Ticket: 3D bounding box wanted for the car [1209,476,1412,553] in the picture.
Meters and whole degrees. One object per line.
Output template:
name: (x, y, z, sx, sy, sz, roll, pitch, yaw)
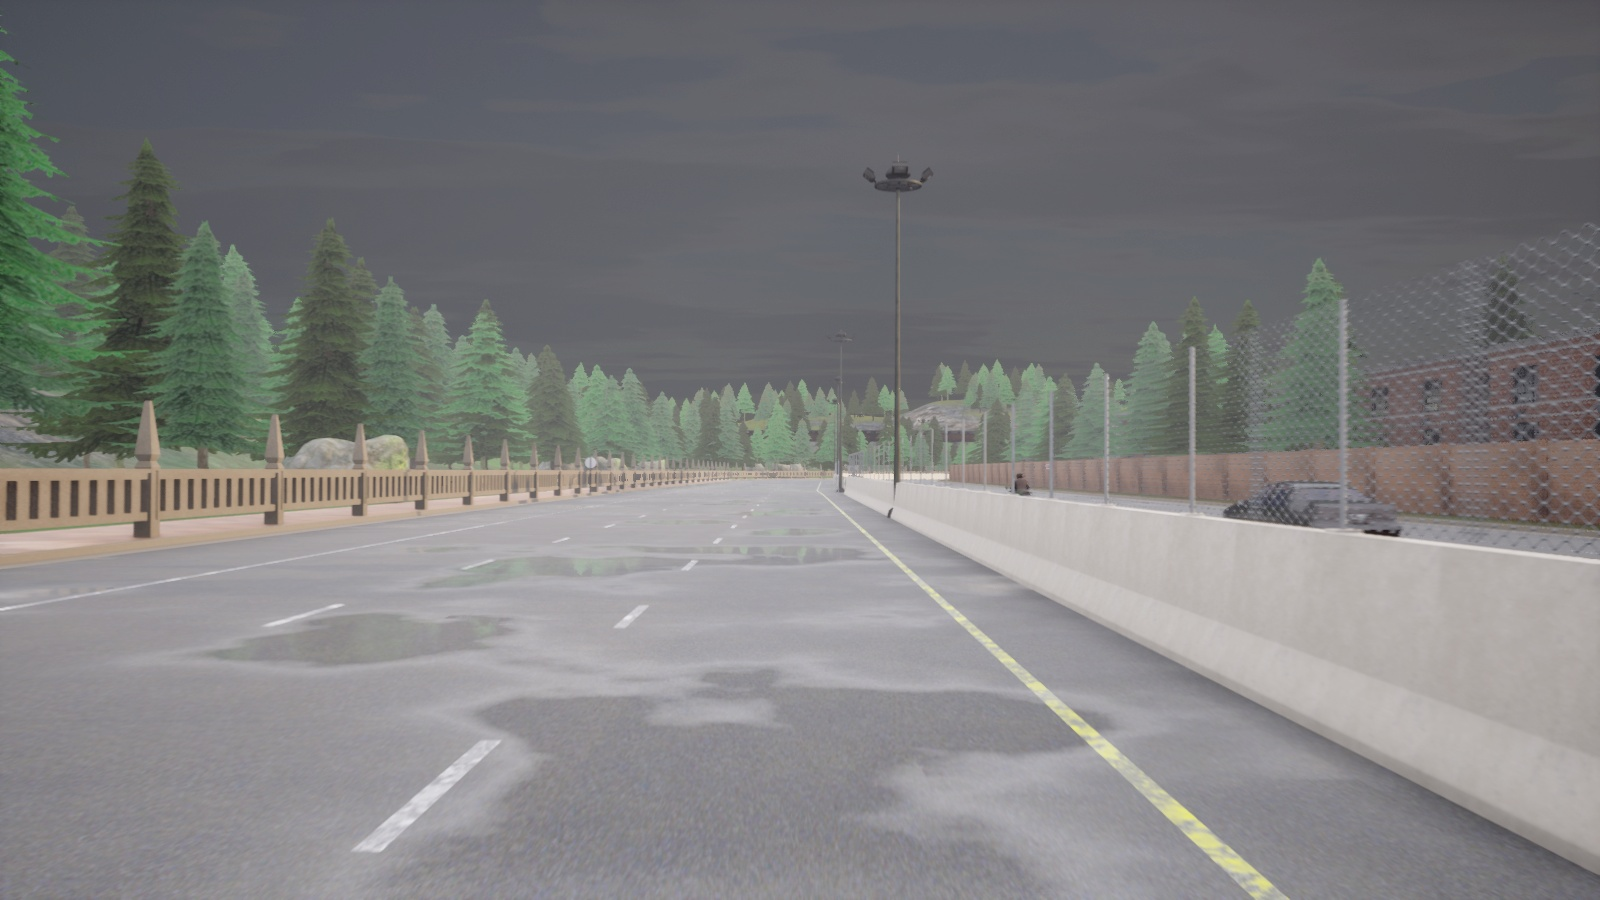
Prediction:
car: (10.438, 1.259, 26.218, 2.033, 1.411, 5.357, 0, -1, 0)
